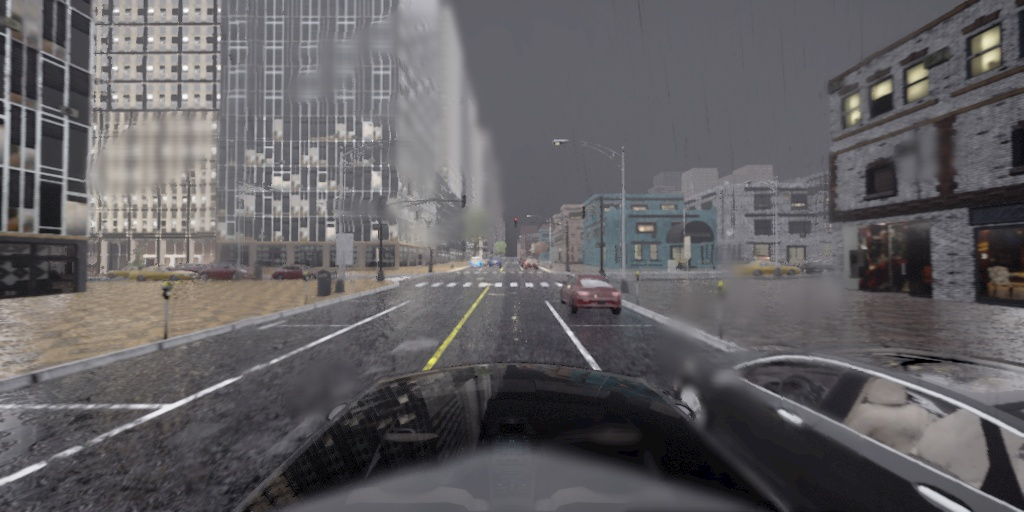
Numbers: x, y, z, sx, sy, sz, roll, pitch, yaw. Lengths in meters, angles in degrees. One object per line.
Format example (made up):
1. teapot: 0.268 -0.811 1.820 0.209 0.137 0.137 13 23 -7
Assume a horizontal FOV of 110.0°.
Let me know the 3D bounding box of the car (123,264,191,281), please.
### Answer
1. car: -28.623 1.444 29.618 4.829 1.417 1.751 0 0 1

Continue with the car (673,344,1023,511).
1. car: 2.690 1.300 2.443 2.007 1.370 4.403 0 0 0

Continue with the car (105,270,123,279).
1. car: -40.249 1.694 38.107 4.829 1.417 1.751 0 0 1

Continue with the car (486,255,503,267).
1. car: -3.032 0.918 64.889 2.150 2.045 5.566 0 0 0

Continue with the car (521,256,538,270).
1. car: 2.678 1.150 51.358 1.967 1.591 4.097 0 0 0

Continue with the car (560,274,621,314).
1. car: 2.811 1.325 13.395 1.802 1.307 4.207 0 0 0

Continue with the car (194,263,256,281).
1. car: -23.110 1.304 29.567 4.097 1.591 1.967 0 0 1

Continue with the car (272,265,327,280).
1. car: -17.427 1.391 29.513 4.207 1.307 1.802 0 0 1

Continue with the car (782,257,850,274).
1. car: 29.469 0.937 34.872 5.008 1.535 1.882 -1 -1 1

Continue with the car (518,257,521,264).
1. car: 2.675 1.015 62.706 2.192 1.841 5.009 0 0 0

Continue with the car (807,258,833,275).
1. car: 26.045 0.945 29.107 4.403 1.370 2.007 0 0 1

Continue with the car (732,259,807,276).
1. car: 20.682 0.972 29.157 4.829 1.417 1.751 0 0 1

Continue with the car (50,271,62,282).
1. car: -40.160 1.468 29.726 4.097 1.591 1.967 0 0 1

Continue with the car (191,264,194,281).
1. car: -25.325 1.426 32.291 4.902 1.511 2.128 0 -1 1

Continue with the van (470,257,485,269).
1. van: -5.704 1.046 56.991 1.690 1.789 3.998 0 0 0
